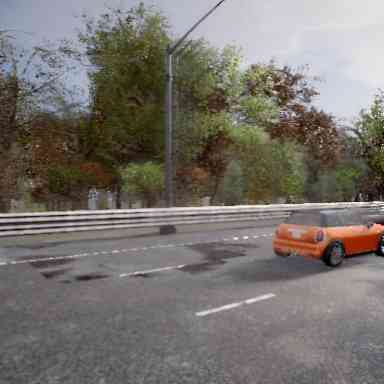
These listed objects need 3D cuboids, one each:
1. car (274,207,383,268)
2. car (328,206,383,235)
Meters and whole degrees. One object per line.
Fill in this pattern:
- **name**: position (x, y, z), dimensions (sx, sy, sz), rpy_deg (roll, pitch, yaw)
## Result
- **car**: position (4.987, 1.367, 11.594), dimensions (4.553, 1.767, 2.097), rpy_deg (0, 0, -35)
- **car**: position (10.095, 1.595, 19.510), dimensions (4.181, 1.385, 1.994), rpy_deg (0, 0, -35)
